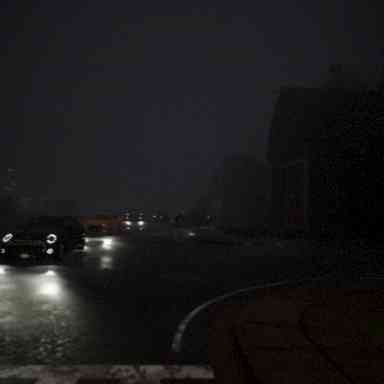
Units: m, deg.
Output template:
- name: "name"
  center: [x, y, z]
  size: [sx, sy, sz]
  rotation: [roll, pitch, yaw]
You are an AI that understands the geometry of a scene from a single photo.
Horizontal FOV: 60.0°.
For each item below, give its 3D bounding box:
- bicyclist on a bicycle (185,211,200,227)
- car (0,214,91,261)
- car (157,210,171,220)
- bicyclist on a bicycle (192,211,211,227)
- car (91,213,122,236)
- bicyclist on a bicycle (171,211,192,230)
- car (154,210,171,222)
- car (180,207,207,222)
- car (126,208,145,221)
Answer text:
- name: "bicyclist on a bicycle"
  center: [0.088, 2.784, 34.551]
  size: [0.582, 1.620, 1.656]
  rotation: [-1, -2, 43]
- name: "car"
  center: [-6.051, 1.773, 14.076]
  size: [2.097, 1.767, 4.553]
  rotation: [1, -2, -3]
- name: "car"
  center: [-4.379, 3.579, 52.317]
  size: [1.994, 1.385, 4.181]
  rotation: [2, -2, -3]
- name: "bicyclist on a bicycle"
  center: [1.142, 2.766, 33.903]
  size: [1.656, 1.620, 0.582]
  rotation: [-1, -2, 21]
- name: "car"
  center: [-6.606, 2.330, 24.997]
  size: [1.882, 1.535, 5.008]
  rotation: [1, -2, 0]
- name: "bicyclist on a bicycle"
  center: [-1.083, 2.660, 30.326]
  size: [1.656, 1.620, 0.582]
  rotation: [2, -3, -17]
- name: "car"
  center: [-3.899, 3.211, 43.438]
  size: [1.994, 1.385, 4.181]
  rotation: [1, -3, -2]
- name: "car"
  center: [0.220, 2.919, 43.489]
  size: [3.866, 1.878, 1.905]
  rotation: [-3, 1, 45]
- name: "car"
  center: [-7.520, 2.967, 44.629]
  size: [2.097, 1.767, 4.553]
  rotation: [1, -2, -3]
